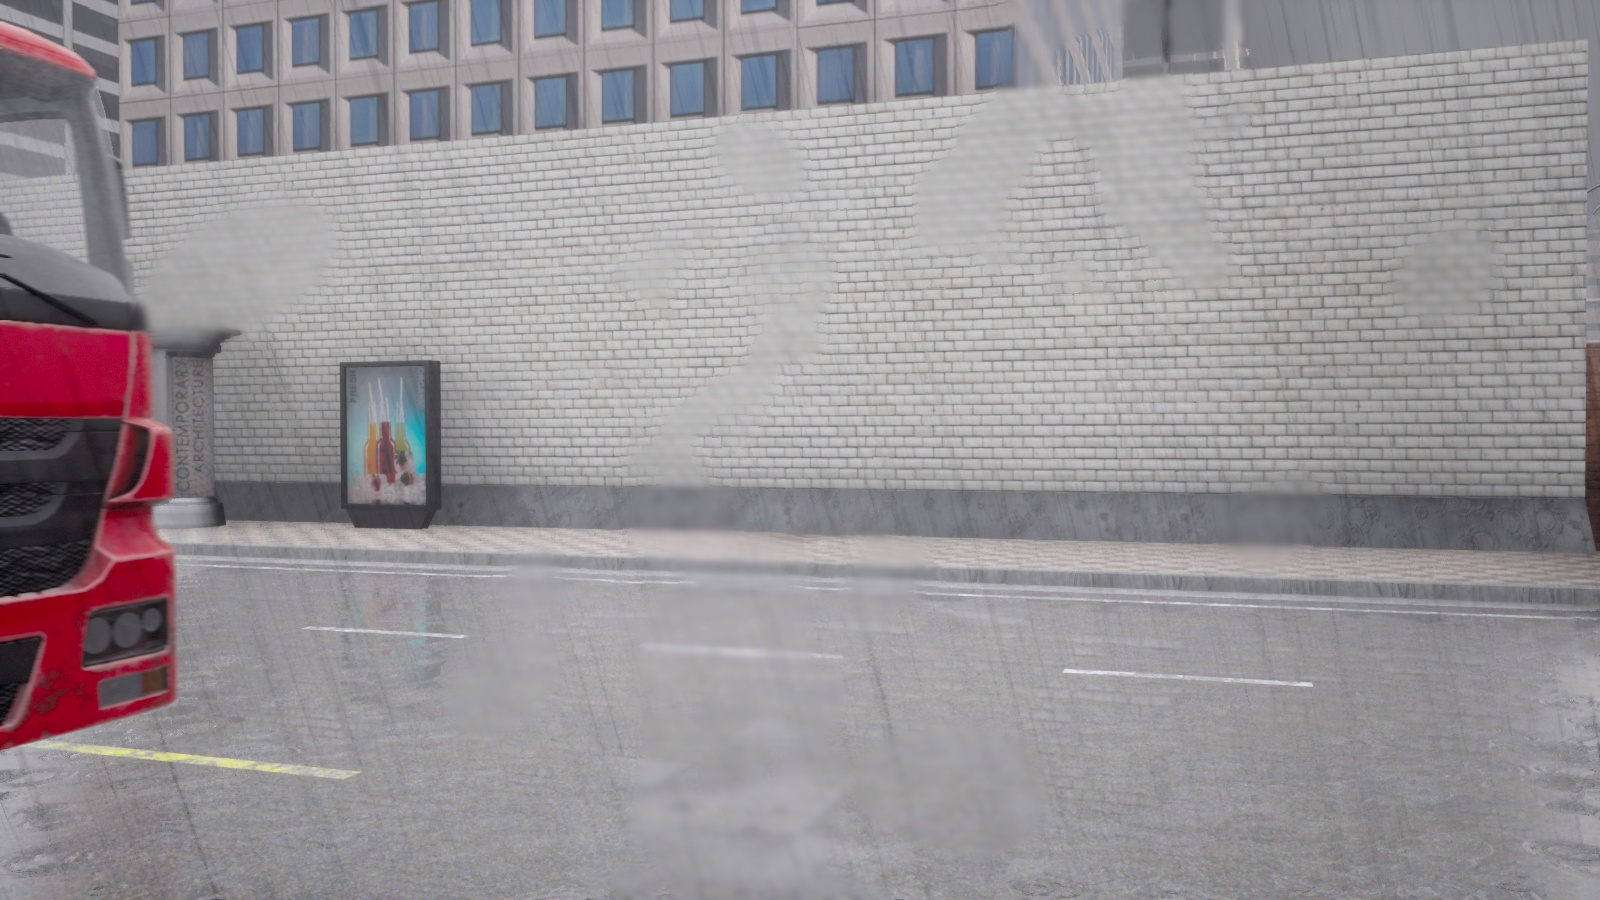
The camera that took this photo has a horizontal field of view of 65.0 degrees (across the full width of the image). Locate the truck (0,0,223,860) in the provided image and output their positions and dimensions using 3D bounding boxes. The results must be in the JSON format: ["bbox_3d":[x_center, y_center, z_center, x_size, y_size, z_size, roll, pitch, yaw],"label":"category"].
[{"bbox_3d":[-6.782,-0.268,5.457,7.936,3.462,2.891,1,1,19],"label":"truck"}]
